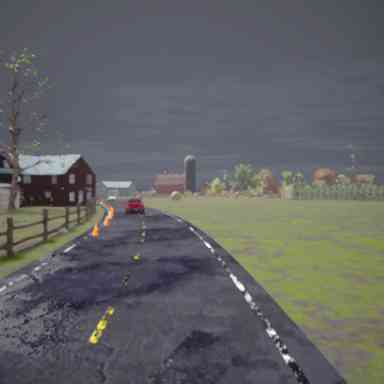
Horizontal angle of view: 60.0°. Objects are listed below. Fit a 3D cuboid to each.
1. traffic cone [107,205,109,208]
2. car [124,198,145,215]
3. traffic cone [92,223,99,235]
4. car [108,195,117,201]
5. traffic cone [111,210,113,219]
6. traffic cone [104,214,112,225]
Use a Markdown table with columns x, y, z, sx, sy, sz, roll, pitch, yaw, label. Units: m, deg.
| x | y | z | sx | sy | sz | roll | pitch | yaw | label |
| --- | --- | --- | --- | --- | --- | --- | --- | --- | --- |
| -10.083 | 1.870 | 41.217 | 0.340 | 0.580 | 0.340 | 0 | 0 | -17 | traffic cone |
| -5.872 | 1.394 | 33.738 | 1.882 | 1.535 | 5.008 | 0 | 0 | -14 | car |
| -4.978 | 1.915 | 17.198 | 0.340 | 0.580 | 0.340 | 0 | 0 | -7 | traffic cone |
| -19.115 | 1.394 | 79.987 | 1.812 | 1.442 | 4.674 | 0 | 0 | -12 | car |
| -6.535 | 1.894 | 26.905 | 0.340 | 0.580 | 0.340 | 0 | 0 | -11 | traffic cone |
| -5.675 | 1.904 | 22.065 | 0.340 | 0.580 | 0.340 | 0 | 0 | -9 | traffic cone |
